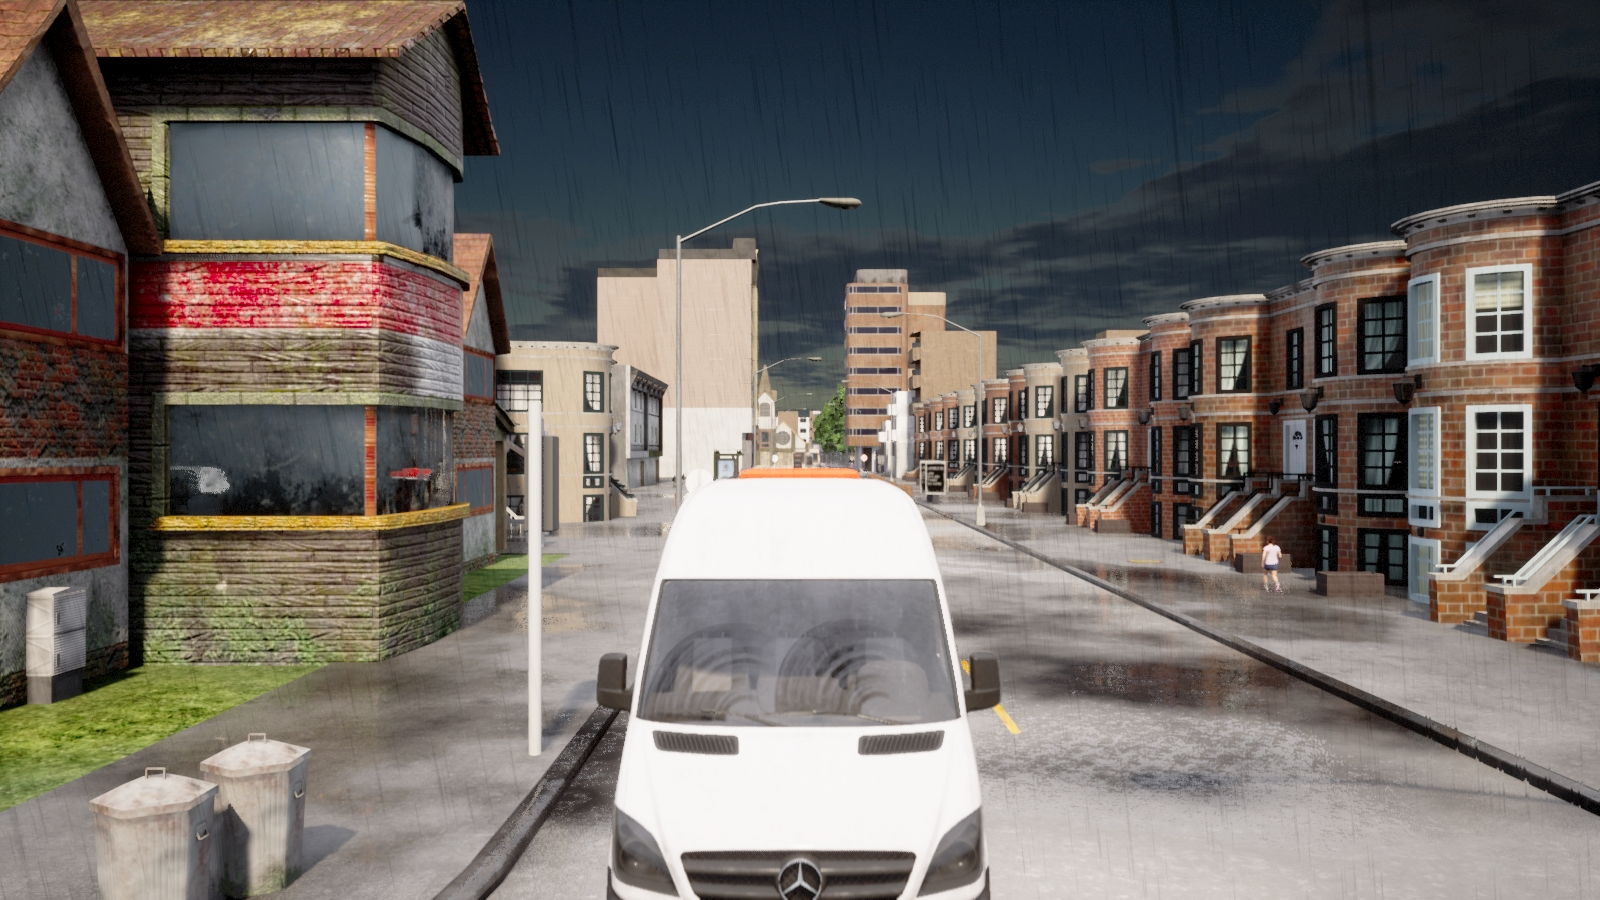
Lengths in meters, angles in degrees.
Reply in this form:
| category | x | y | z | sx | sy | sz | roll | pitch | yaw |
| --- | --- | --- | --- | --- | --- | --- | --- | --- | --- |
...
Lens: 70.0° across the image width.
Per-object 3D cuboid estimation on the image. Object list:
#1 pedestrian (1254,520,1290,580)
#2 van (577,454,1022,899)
| category | x | y | z | sx | sy | sz | roll | pitch | yaw |
| --- | --- | --- | --- | --- | --- | --- | --- | --- | --- |
| pedestrian | 9.010 | 1.904 | 21.827 | 0.500 | 1.100 | 0.500 | 0 | 0 | 5 |
| van | -0.003 | 1.314 | 8.056 | 1.988 | 2.561 | 5.915 | 0 | 0 | 0 |
